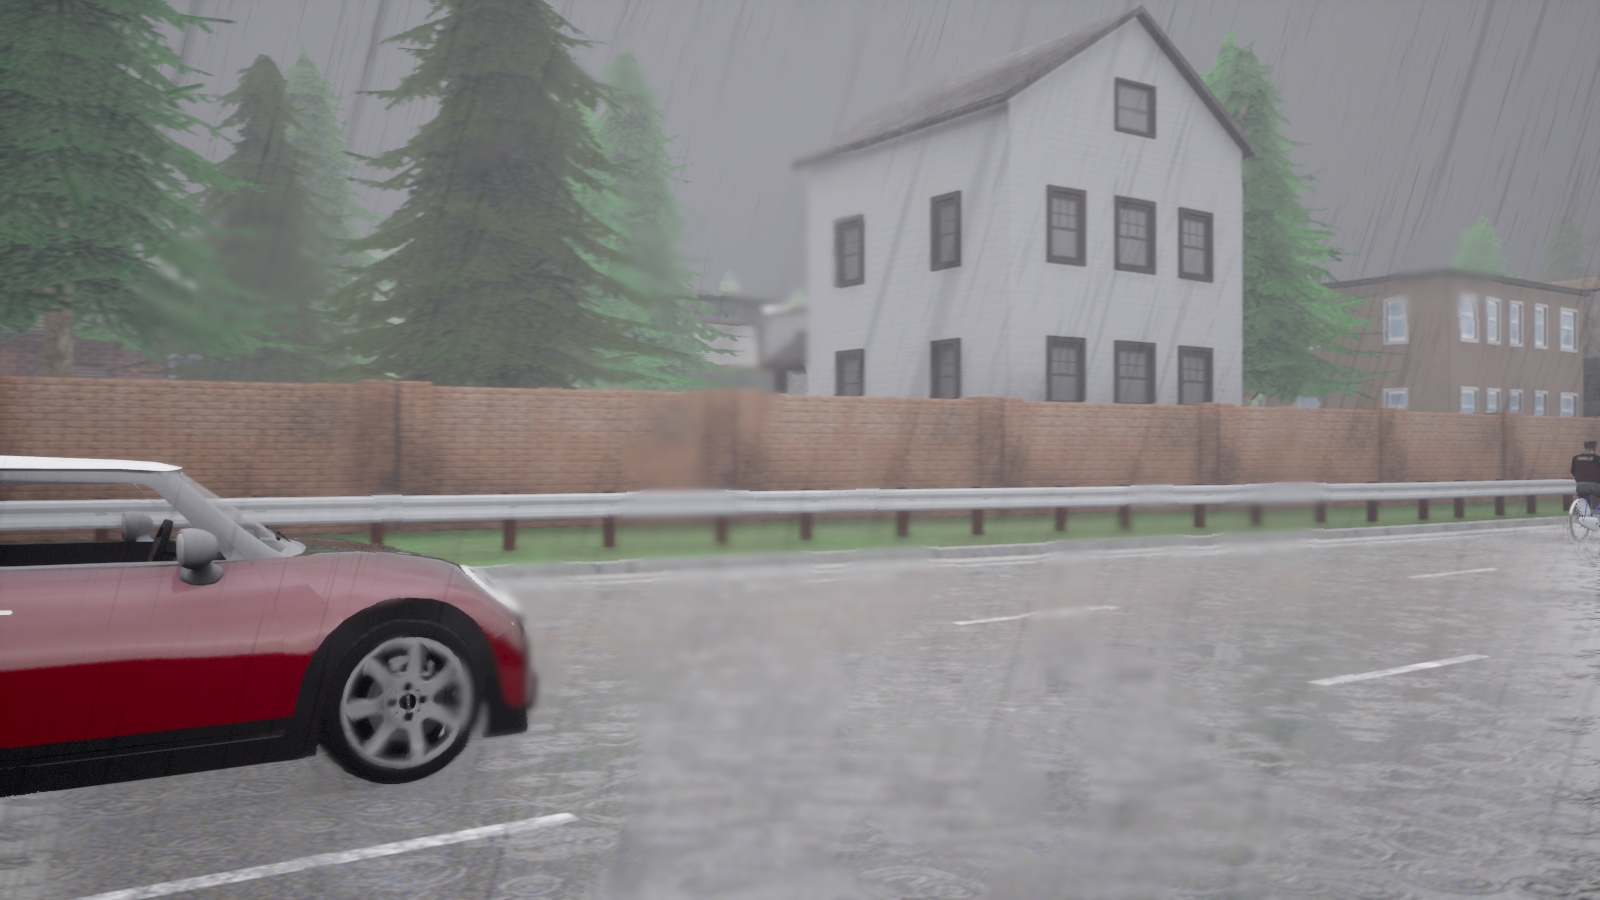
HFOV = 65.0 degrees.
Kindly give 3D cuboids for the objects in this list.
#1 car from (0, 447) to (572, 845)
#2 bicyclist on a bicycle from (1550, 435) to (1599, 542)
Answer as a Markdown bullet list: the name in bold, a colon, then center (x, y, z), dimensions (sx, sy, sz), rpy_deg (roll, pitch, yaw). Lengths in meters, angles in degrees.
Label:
- **car**: center (-3.208, 0.731, 5.691), dimensions (3.806, 1.475, 1.970), rpy_deg (0, 0, -35)
- **bicyclist on a bicycle**: center (13.813, 0.640, 21.802), dimensions (1.843, 1.776, 0.659), rpy_deg (0, 0, -35)
